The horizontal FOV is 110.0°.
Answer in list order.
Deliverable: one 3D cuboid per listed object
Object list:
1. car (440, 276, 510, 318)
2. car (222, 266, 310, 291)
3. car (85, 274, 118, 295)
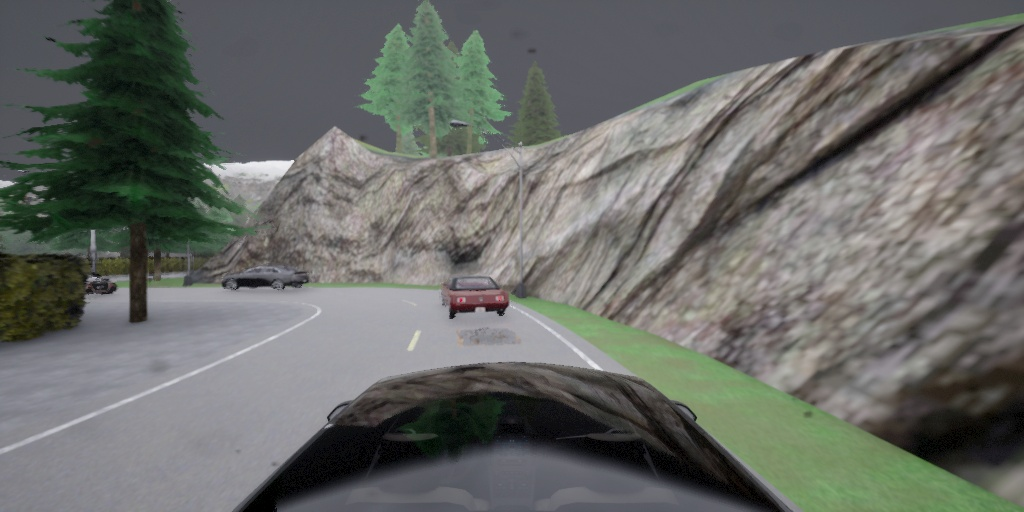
[{"bbox_3d":[-1.566,1.371,13.177,1.895,1.301,4.718,0,0,-15],"label":"car"},{"bbox_3d":[-14.987,1.336,21.902,4.902,1.511,2.128,0,0,3],"label":"car"},{"bbox_3d":[-23.264,1.447,18.605,4.181,1.385,1.994,0,0,2],"label":"car"}]
